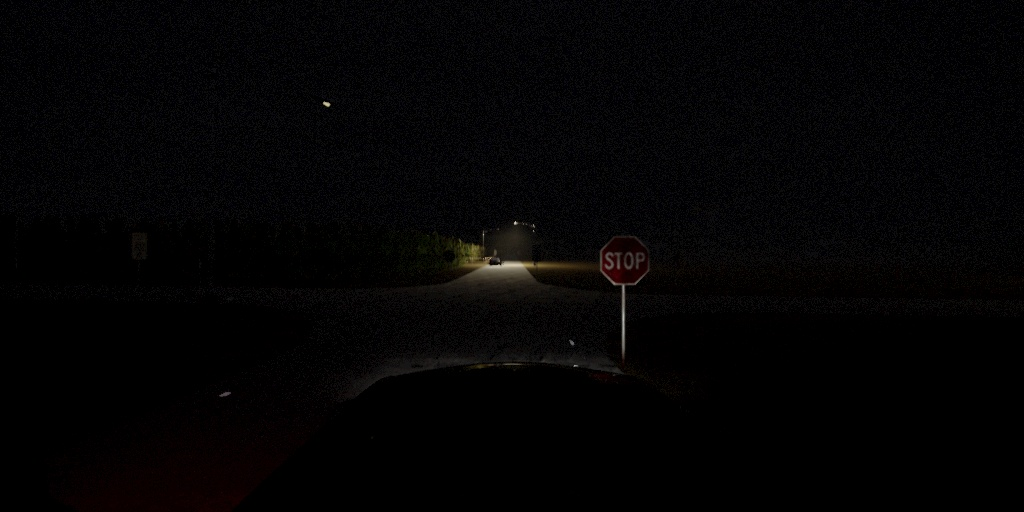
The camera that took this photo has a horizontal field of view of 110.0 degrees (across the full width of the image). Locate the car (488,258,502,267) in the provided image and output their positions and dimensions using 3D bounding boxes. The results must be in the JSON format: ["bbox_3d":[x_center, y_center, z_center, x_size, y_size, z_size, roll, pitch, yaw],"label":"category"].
[{"bbox_3d":[-2.662,1.008,57.747,1.994,1.385,4.181,0,1,0],"label":"car"}]
